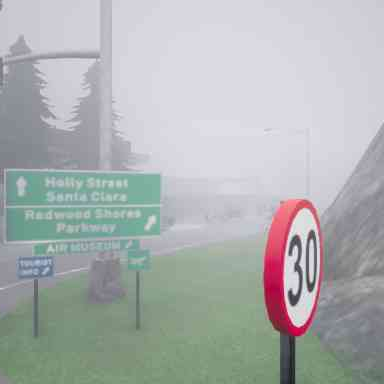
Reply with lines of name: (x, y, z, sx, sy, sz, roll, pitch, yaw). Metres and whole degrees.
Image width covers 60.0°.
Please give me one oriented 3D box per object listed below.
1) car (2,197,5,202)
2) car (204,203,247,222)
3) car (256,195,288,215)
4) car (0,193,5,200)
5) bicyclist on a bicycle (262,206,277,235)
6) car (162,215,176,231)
car: (-12.266, 1.505, 26.086, 1.905, 1.878, 3.866, 0, 0, 35)
car: (2.902, 1.683, 28.298, 2.128, 1.511, 4.902, 0, 0, 36)
car: (9.026, 1.413, 36.639, 2.150, 2.045, 5.566, 0, 0, 36)
car: (-38.316, 1.489, 70.119, 4.514, 1.523, 2.007, 0, 0, 35)
bicyclist on a bicycle: (4.672, 1.643, 18.706, 1.656, 1.620, 0.582, 0, 0, 36)
car: (-3.145, 1.792, 20.044, 1.895, 1.301, 4.718, 0, 0, 36)
